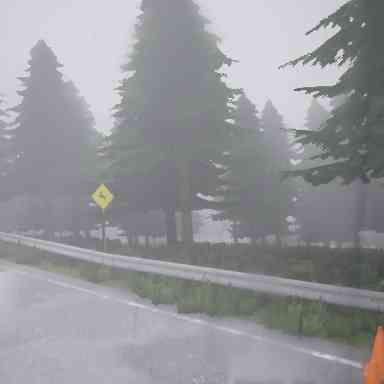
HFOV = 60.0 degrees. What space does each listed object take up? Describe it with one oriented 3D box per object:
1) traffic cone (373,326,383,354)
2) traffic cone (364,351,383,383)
[{"bbox_3d":[2.329,1.956,4.106,0.340,0.580,0.340,0,0,34],"label":"traffic cone"},{"bbox_3d":[1.785,1.956,3.270,0.340,0.580,0.340,0,0,33],"label":"traffic cone"}]
